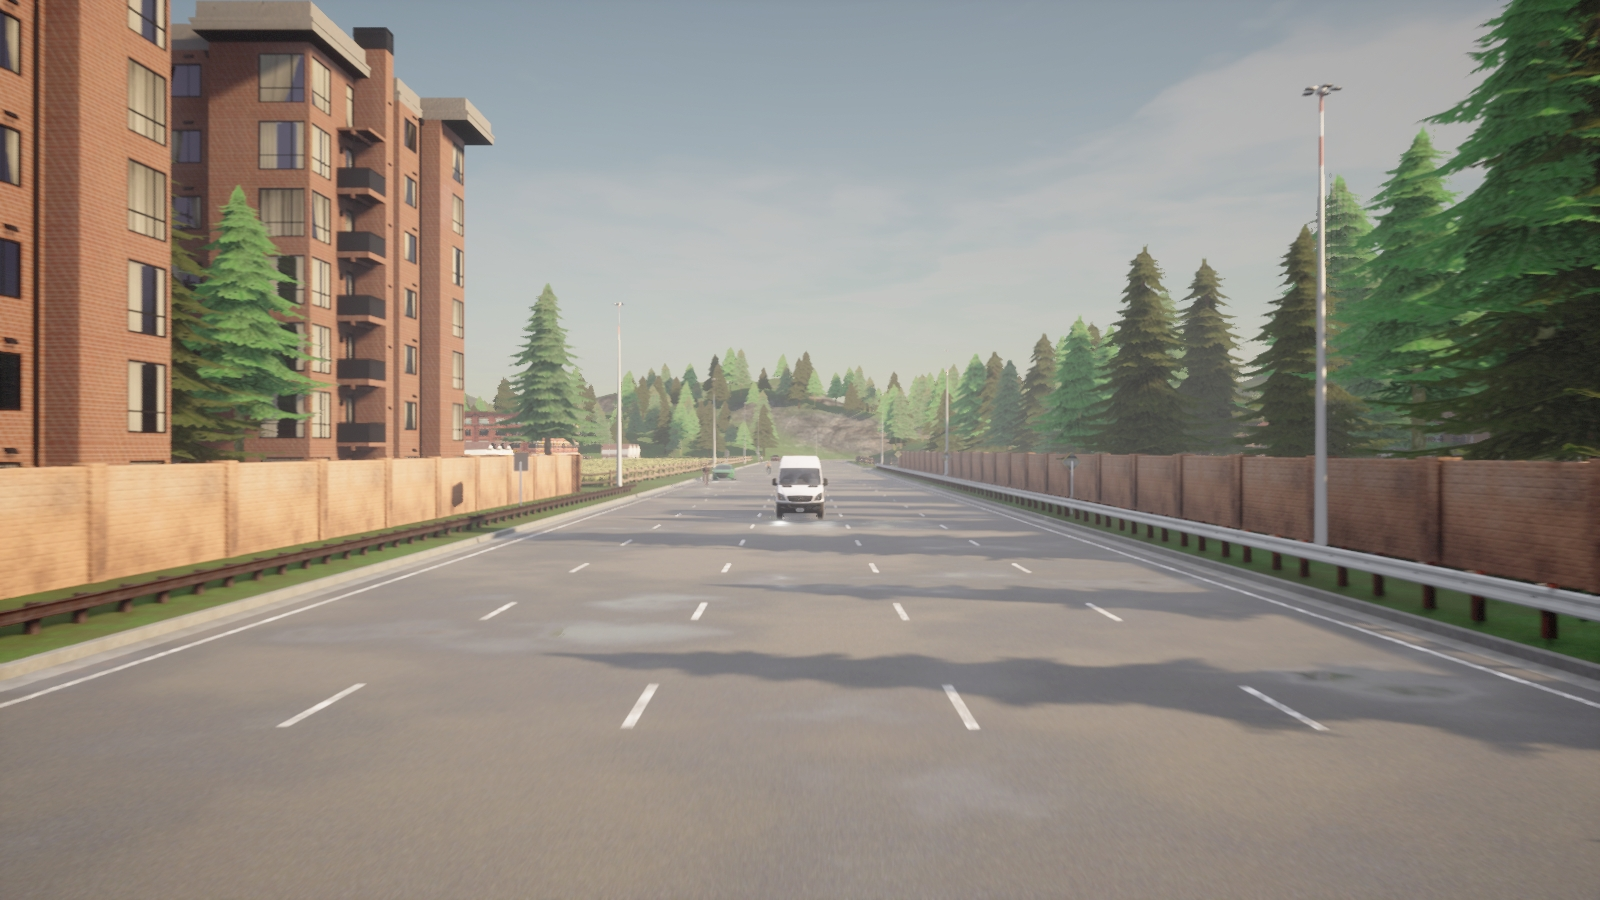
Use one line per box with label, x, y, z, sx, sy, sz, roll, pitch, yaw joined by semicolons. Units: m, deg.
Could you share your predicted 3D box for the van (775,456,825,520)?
van;0.007;1.534;48.912;1.988;2.561;5.915;0;0;0
